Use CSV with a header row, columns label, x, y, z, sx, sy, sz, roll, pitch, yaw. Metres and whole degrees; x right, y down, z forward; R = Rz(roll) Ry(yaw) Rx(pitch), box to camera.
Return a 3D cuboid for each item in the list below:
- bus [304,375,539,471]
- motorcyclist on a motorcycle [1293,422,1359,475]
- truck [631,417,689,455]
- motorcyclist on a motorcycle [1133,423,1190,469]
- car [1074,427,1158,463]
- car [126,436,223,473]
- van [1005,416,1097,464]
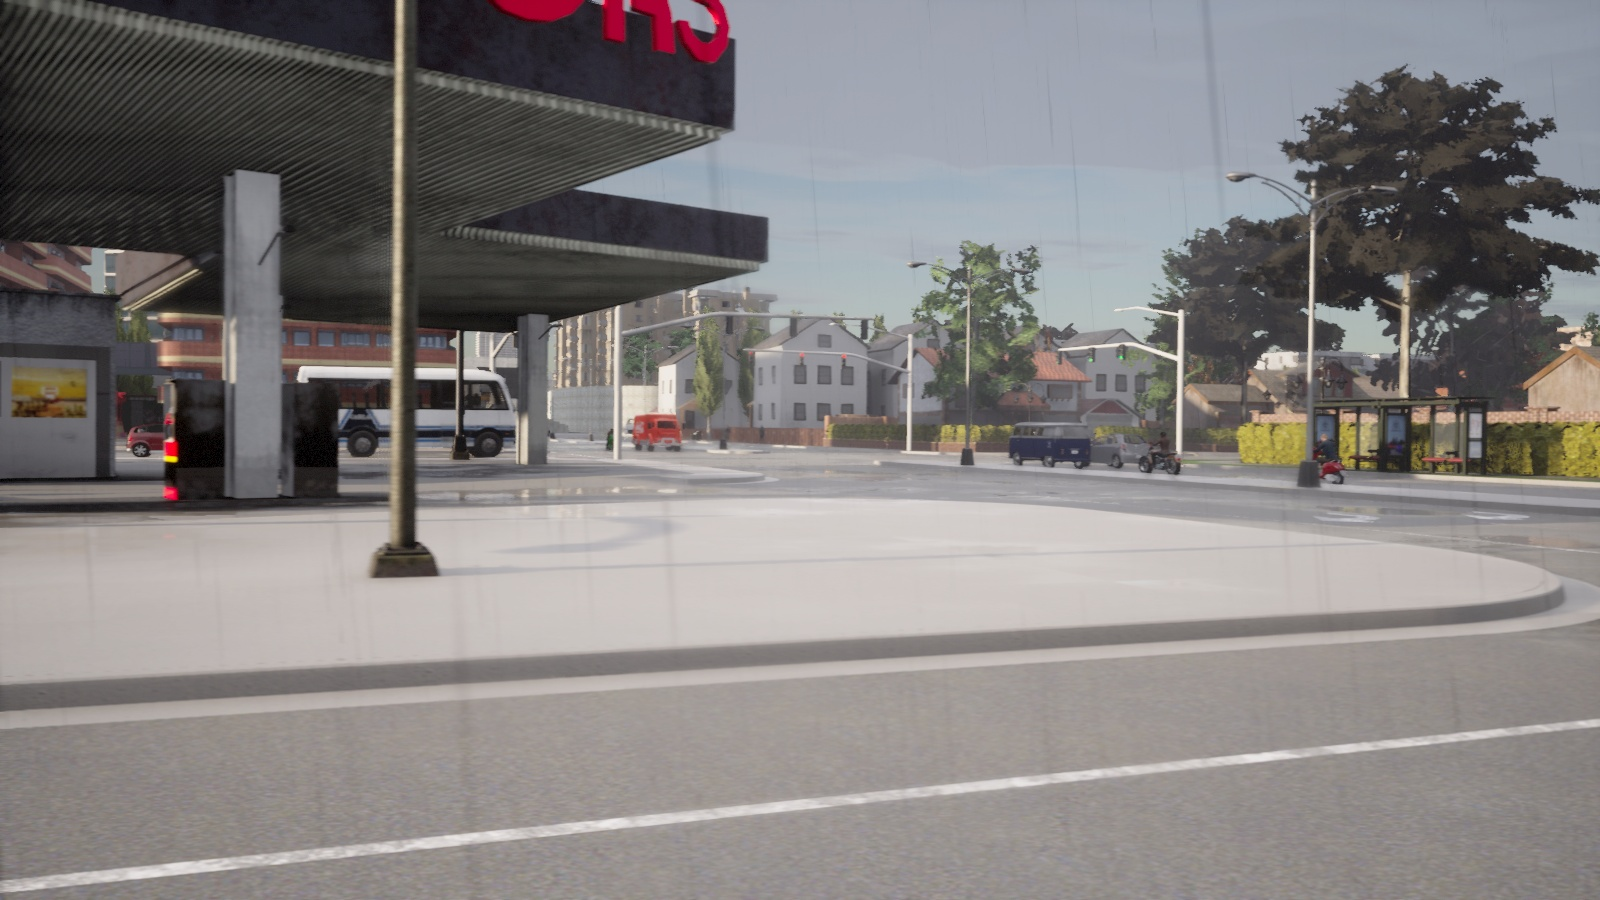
label,x,y,z,sx,sy,sz,roll,pitch,yaw
bus,-17.946,-1.355,59.628,10.273,4.253,3.944,-2,1,-22
motorcyclist on a motorcycle,16.405,-0.064,39.185,0.866,1.590,1.817,-1,1,-21
truck,-9.441,-0.955,84.089,2.627,2.467,5.204,-1,1,-21
motorcyclist on a motorcycle,13.466,-0.159,46.827,0.766,1.649,2.350,-1,1,-21
car,13.902,-0.241,55.447,1.845,1.501,3.633,-1,1,-21
car,-27.677,0.169,55.720,3.705,1.549,1.789,-1,1,-22
van,10.712,-0.443,53.982,1.775,1.987,4.442,-1,1,-21
